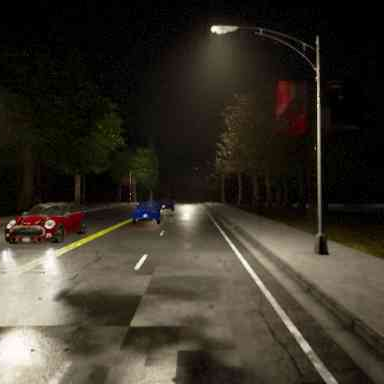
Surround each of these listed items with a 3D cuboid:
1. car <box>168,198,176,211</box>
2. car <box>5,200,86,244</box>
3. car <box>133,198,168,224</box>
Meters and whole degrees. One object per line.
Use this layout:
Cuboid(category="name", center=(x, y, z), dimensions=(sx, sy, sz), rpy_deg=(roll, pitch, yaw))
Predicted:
Cuboid(category="car", center=(-3.085, 1.510, 40.769), dimensions=(1.882, 1.535, 5.008), rpy_deg=(0, 0, 0))
Cuboid(category="car", center=(-6.567, 1.304, 15.430), dimensions=(2.097, 1.767, 4.553), rpy_deg=(0, 0, 0))
Cuboid(category="car", center=(-3.110, 1.435, 24.603), dimensions=(1.882, 1.535, 5.008), rpy_deg=(0, 0, 0))
